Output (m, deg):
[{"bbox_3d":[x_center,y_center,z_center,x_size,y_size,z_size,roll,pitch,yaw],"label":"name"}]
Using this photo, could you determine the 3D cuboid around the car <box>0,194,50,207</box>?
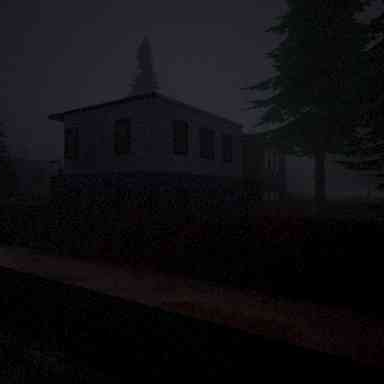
[{"bbox_3d":[-14.710,1.202,29.549,2.150,2.045,5.566,0,0,27],"label":"car"}]
